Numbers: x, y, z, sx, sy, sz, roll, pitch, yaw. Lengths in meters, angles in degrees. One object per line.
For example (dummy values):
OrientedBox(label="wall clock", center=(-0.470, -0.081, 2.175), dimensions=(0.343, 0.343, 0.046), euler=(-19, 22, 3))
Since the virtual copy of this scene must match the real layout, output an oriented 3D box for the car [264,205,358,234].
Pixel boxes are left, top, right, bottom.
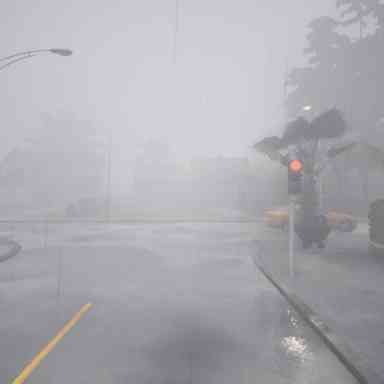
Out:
OrientedBox(label="car", center=(6.562, 1.478, 18.574), dimensions=(5.008, 1.535, 1.882), euler=(0, 0, 0))
